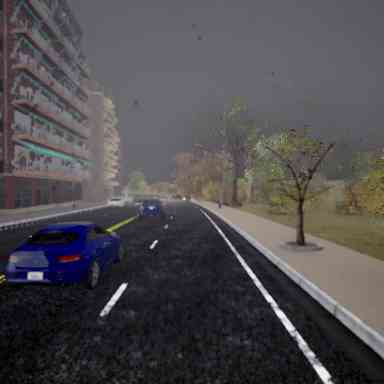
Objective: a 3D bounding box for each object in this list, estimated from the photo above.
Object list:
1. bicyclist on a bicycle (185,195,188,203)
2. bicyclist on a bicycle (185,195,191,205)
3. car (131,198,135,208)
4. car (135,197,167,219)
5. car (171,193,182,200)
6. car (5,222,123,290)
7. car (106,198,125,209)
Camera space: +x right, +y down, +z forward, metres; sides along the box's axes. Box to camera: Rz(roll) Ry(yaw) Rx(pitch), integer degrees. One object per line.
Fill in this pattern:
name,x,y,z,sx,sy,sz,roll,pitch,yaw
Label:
bicyclist on a bicycle,-1.109,1.431,67.253,0.582,1.620,1.656,0,0,-4
bicyclist on a bicycle,-0.465,1.356,57.946,0.659,1.776,1.843,0,0,-4
car,-7.335,1.487,46.435,2.128,1.511,4.902,0,0,-2
car,-3.332,1.349,28.980,2.097,1.767,4.553,0,0,-1
car,-3.640,1.358,85.818,1.837,1.490,4.892,0,0,-6
car,-3.152,1.524,8.987,1.812,1.442,4.674,0,0,0
car,-10.580,1.521,46.096,1.812,1.442,4.674,0,0,-2
